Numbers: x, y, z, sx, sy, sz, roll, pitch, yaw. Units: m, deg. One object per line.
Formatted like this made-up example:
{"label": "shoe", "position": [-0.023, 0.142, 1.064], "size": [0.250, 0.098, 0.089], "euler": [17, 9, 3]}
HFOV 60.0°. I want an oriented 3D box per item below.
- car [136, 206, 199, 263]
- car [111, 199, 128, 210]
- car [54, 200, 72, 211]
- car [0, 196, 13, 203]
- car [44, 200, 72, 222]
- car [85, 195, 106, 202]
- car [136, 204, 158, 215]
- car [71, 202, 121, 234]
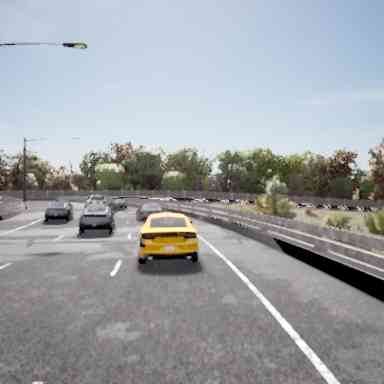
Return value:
{"label": "car", "position": [-0.933, 1.518, 12.276], "size": [1.882, 1.535, 5.008], "euler": [0, 0, -7]}
{"label": "car", "position": [-10.476, 1.730, 46.835], "size": [2.033, 1.411, 5.357], "euler": [0, 0, -25]}
{"label": "car", "position": [-17.798, 1.775, 45.713], "size": [1.994, 1.385, 4.181], "euler": [0, 0, -26]}
{"label": "car", "position": [-45.499, 1.794, 81.161], "size": [4.553, 1.767, 2.097], "euler": [0, 0, 38]}
{"label": "car", "position": [-10.942, 1.620, 27.578], "size": [2.128, 1.511, 4.902], "euler": [0, 0, -15]}
{"label": "car", "position": [-12.183, 1.399, 41.933], "size": [2.150, 2.045, 5.566], "euler": [0, 0, -23]}
{"label": "car", "position": [-3.497, 1.642, 27.147], "size": [2.033, 1.411, 5.357], "euler": [0, 0, -14]}
{"label": "car", "position": [-5.582, 1.576, 19.973], "size": [2.128, 1.511, 4.902], "euler": [0, 0, -10]}
